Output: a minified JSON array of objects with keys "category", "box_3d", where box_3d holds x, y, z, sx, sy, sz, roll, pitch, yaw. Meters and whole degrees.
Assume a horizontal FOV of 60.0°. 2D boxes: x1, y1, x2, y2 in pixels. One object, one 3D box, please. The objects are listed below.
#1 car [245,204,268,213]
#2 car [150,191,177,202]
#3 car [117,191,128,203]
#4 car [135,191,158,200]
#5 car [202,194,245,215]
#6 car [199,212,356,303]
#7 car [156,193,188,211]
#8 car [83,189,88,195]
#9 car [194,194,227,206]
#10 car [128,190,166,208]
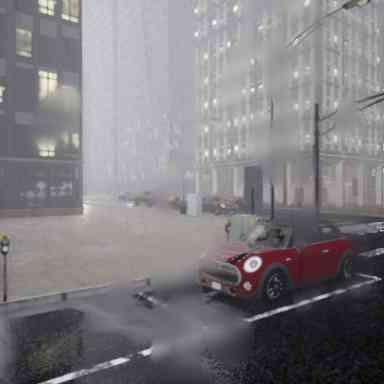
[{"category":"car","box_3d":[4.246,1.103,28.157,1.812,1.442,4.674,0,1,-36]},{"category":"car","box_3d":[-4.373,0.638,50.112,1.752,1.417,4.829,1,1,-36]},{"category":"car","box_3d":[-8.812,0.652,46.386,1.837,1.490,4.892,0,1,-35]},{"category":"car","box_3d":[-7.524,0.575,54.506,1.947,1.339,4.313,1,1,-36]},{"category":"car","box_3d":[1.946,1.022,26.915,1.967,1.590,4.097,1,0,-36]},{"category":"car","box_3d":[2.135,1.423,8.084,4.097,1.590,1.967,0,0,-35]},{"category":"car","box_3d":[-1.305,1.056,31.446,1.802,1.307,4.206,1,0,-36]},{"category":"car","box_3d":[-27.016,-0.089,81.698,1.887,1.381,4.507,1,1,-36]},{"category":"car","box_3d":[2.222,0.912,40.909,1.802,1.307,4.206,1,1,-36]},{"category":"car","box_3d":[-4.547,0.682,35.975,2.192,1.841,5.009,1,0,-36]}]
